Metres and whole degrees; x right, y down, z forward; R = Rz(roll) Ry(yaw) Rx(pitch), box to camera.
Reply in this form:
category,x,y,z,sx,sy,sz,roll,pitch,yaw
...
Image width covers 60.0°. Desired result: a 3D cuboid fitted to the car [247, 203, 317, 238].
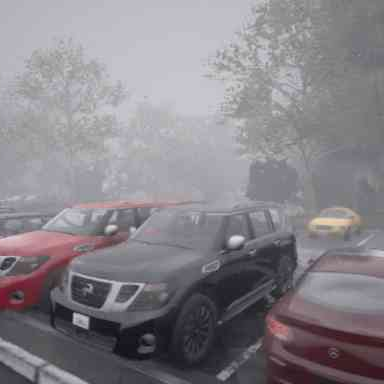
category,x,y,z,sx,sy,sz,roll,pitch,yaw
car,5.248,1.483,18.858,2.231,1.521,4.892,0,0,35

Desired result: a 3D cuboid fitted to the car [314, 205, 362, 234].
category,x,y,z,sx,sy,sz,roll,pitch,yaw
car,7.401,1.479,17.093,1.946,1.575,5.366,0,0,35

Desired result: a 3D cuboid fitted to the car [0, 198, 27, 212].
category,x,y,z,sx,sy,sz,roll,pitch,yaw
car,-22.024,1.488,38.232,2.097,1.535,5.008,0,0,35

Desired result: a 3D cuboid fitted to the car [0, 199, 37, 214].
category,x,y,z,sx,sy,sz,roll,pitch,yaw
car,-19.854,1.524,36.692,2.002,1.452,4.674,0,0,35

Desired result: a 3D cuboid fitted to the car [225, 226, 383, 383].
category,x,y,z,sx,sy,sz,roll,pitch,yaw
car,2.538,1.520,4.727,2.002,1.452,4.674,0,0,35

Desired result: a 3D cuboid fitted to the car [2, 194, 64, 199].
category,x,y,z,sx,sy,sz,roll,pitch,yaw
car,-15.330,1.231,33.444,2.435,2.045,5.566,0,0,35

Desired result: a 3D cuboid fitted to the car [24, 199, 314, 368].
category,x,y,z,sx,sy,sz,roll,pitch,yaw
car,0.238,1.229,6.330,2.435,2.045,5.566,0,0,35

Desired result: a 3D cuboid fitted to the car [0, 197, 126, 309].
category,x,y,z,sx,sy,sz,roll,pitch,yaw
car,-2.047,1.229,7.954,2.435,2.045,5.566,0,0,35

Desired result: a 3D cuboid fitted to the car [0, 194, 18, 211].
category,x,y,z,sx,sy,sz,roll,pitch,yaw
car,-24.309,1.241,39.828,2.435,2.045,5.566,0,0,35

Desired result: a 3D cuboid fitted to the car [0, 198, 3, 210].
category,x,y,z,sx,sy,sz,roll,pitch,yaw
car,-26.544,1.529,41.487,2.163,1.488,4.792,0,0,35

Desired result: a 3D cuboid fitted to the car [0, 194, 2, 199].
category,x,y,z,sx,sy,sz,roll,pitch,yaw
car,-17.499,1.231,34.986,2.435,2.045,5.566,0,0,35
